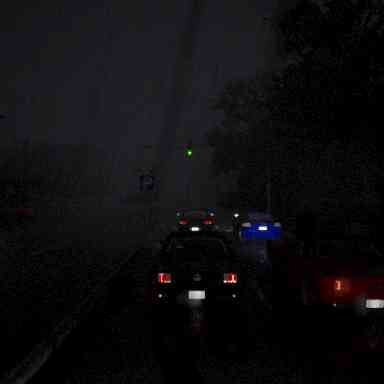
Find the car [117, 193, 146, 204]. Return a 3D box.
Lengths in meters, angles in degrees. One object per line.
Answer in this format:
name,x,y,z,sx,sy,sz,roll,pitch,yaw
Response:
car,-11.444,1.357,61.355,4.792,1.488,2.163,-1,0,-15

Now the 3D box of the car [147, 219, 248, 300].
car,0.110,1.612,8.353,1.895,1.301,4.718,0,0,0

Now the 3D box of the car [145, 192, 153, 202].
car,-10.800,1.314,64.347,5.366,1.575,1.946,-1,0,-15

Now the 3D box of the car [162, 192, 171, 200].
car,-8.453,1.356,85.289,4.674,1.452,2.002,-1,0,-12

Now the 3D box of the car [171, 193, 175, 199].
car,-8.003,1.064,88.296,5.566,2.045,2.435,-1,0,-12

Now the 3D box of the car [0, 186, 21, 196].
car,-28.165,0.136,52.223,2.002,1.452,4.674,6,-3,-19

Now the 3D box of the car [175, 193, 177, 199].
car,-7.581,1.315,91.274,5.008,1.535,2.097,-1,0,-12

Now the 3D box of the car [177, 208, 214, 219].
car,0.172,1.552,17.552,1.812,1.442,4.674,0,0,1

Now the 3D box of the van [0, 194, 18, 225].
van,-13.603,1.296,20.571,4.442,1.987,1.878,-1,0,-19

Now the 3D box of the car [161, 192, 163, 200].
car,-9.640,1.358,76.306,4.674,1.452,2.002,-1,0,-13

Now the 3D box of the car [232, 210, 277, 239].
car,3.164,1.588,16.742,1.994,1.385,4.181,0,0,1

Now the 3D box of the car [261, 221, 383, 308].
car,3.120,1.611,7.862,1.895,1.301,4.718,0,0,0

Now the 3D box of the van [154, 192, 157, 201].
van,-10.241,1.092,70.339,4.442,1.987,1.878,-1,0,-14

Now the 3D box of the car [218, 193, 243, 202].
car,7.667,1.140,66.919,4.553,1.767,2.185,1,0,-14

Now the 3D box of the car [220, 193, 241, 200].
car,9.458,1.128,81.619,4.553,1.767,2.185,1,0,-12

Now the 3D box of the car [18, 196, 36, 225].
car,-13.627,1.403,23.549,4.553,1.767,2.185,-1,0,-19

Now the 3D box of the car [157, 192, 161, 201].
car,-10.013,1.321,73.310,4.892,1.521,2.231,-1,0,-14

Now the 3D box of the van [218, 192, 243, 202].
van,7.283,1.042,63.950,4.442,1.987,1.878,1,0,-14
